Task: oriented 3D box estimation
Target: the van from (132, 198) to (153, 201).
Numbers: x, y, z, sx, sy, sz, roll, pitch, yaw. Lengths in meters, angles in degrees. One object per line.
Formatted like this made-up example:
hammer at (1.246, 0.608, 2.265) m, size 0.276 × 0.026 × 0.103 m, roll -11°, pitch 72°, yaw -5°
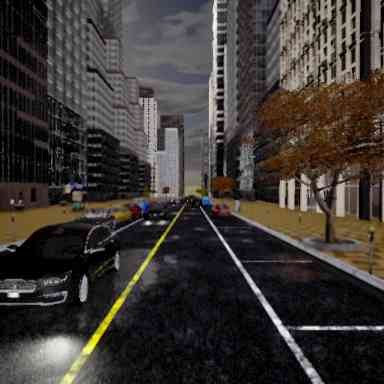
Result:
van at (-5.709, 1.556, 36.616) m, size 1.690 × 1.788 × 3.998 m, roll -1°, pitch 0°, yaw 0°

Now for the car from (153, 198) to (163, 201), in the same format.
car at (-5.707, 1.831, 47.865) m, size 1.887 × 1.381 × 4.507 m, roll -1°, pitch 0°, yaw 0°

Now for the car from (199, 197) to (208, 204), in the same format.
car at (2.668, 1.918, 75.991) m, size 1.967 × 1.590 × 4.097 m, roll -1°, pitch 0°, yaw 0°

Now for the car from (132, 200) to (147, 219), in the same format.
car at (-5.705, 1.725, 30.991) m, size 1.887 × 1.381 × 4.507 m, roll -1°, pitch 0°, yaw 0°

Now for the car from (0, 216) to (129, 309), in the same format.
car at (-3.050, 1.551, 8.178) m, size 1.837 × 1.490 × 4.892 m, roll 0°, pitch -1°, yaw 1°

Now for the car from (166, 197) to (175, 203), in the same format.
car at (-5.711, 2.109, 87.239) m, size 2.008 × 1.369 × 4.403 m, roll -1°, pitch 0°, yaw 0°

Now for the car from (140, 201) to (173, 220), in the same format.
car at (-3.097, 1.736, 29.822) m, size 1.994 × 1.385 × 4.181 m, roll 0°, pitch 0°, yaw 0°

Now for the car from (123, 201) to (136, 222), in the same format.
car at (-5.705, 1.670, 25.196) m, size 1.752 × 1.417 × 4.829 m, roll -1°, pitch 0°, yaw 0°

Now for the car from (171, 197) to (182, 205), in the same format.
car at (-3.008, 1.924, 70.493) m, size 2.128 × 1.511 × 4.902 m, roll 0°, pitch 0°, yaw 0°

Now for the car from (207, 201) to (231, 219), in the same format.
car at (2.676, 1.762, 30.992) m, size 1.802 × 1.307 × 4.206 m, roll -1°, pitch 0°, yaw 0°

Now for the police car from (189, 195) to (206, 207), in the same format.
police car at (0.894, 1.772, 56.977) m, size 1.930 × 1.638 × 5.238 m, roll 0°, pitch 0°, yaw 0°

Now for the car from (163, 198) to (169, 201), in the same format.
car at (-5.708, 1.912, 59.115) m, size 2.008 × 1.369 × 4.403 m, roll -1°, pitch 0°, yaw 0°

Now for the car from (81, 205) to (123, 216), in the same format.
car at (-5.703, 1.662, 19.740) m, size 2.008 × 1.369 × 4.403 m, roll -1°, pitch 0°, yaw 0°

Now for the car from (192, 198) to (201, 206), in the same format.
car at (0.894, 1.919, 66.866) m, size 1.837 × 1.490 × 4.892 m, roll 0°, pitch 0°, yaw 0°

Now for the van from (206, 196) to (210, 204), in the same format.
van at (2.667, 1.740, 64.743) m, size 1.690 × 1.788 × 3.998 m, roll -1°, pitch 0°, yaw 0°

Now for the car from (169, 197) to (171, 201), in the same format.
car at (-5.709, 1.950, 64.740) m, size 2.008 × 1.369 × 4.403 m, roll -1°, pitch 0°, yaw 0°
